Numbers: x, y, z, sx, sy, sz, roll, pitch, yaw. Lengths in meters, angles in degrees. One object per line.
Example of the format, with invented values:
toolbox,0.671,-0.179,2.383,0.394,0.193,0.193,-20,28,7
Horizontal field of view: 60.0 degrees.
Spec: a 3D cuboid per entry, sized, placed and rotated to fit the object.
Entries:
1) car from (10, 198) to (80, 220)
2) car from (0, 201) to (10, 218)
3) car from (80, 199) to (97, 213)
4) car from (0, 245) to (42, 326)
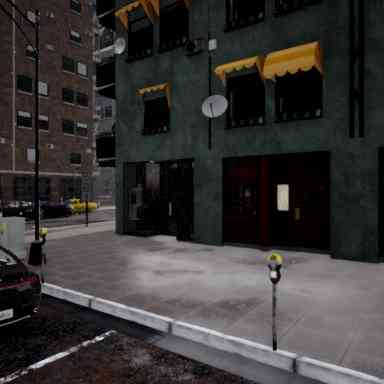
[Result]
car,-11.222,1.345,25.664,1.994,1.385,4.181,0,1,35
car,-14.073,1.350,26.085,2.008,1.369,4.403,1,1,35
car,-10.985,1.250,30.512,1.752,1.417,4.829,1,1,35
car,-4.501,1.551,6.079,4.403,1.369,2.008,0,0,35
